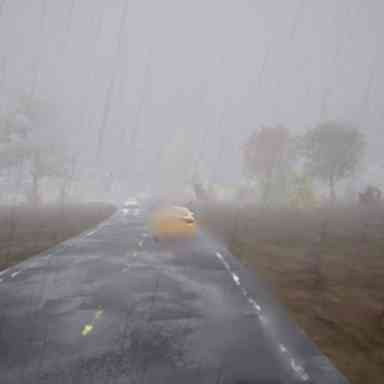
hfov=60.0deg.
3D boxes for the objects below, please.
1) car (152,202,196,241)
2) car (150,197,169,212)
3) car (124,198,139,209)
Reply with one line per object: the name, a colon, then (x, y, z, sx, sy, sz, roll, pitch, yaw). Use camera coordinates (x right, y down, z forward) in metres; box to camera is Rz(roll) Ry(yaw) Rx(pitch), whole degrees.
car: (-0.906, 1.483, 16.950, 1.882, 1.535, 5.008, 0, 0, -5)
car: (-3.582, 1.392, 37.422, 2.097, 1.767, 4.553, 0, 0, -10)
car: (-8.604, 1.607, 46.978, 1.812, 1.442, 4.674, 0, 0, -12)
